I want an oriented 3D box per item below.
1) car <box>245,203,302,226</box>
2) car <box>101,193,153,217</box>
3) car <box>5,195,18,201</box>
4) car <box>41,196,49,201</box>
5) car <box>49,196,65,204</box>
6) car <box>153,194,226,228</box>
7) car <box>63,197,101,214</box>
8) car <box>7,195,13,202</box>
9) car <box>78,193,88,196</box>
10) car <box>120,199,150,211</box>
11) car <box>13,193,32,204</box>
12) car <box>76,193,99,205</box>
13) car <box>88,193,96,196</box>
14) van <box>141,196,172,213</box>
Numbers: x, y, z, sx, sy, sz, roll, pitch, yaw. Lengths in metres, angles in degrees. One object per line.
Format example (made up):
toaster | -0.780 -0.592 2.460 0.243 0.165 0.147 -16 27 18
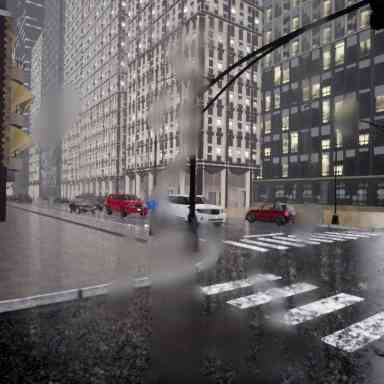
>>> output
car | 5.740 1.505 23.932 1.967 1.590 4.097 1 -1 -35
car | -6.115 1.155 30.621 2.150 2.045 5.566 1 -1 -35
car | -40.357 1.379 74.329 2.008 1.369 4.403 1 -1 -35
car | -36.800 1.571 83.786 1.802 1.307 4.206 1 -1 -35
car | -24.195 1.505 61.610 2.033 1.411 5.357 1 -1 -38
car | -0.137 1.170 22.212 2.150 2.045 5.566 1 -1 -35
car | -10.909 1.427 32.890 2.008 1.369 4.403 1 -1 -35
car | -37.085 1.397 69.725 1.947 1.339 4.313 1 -1 -35
car | -17.578 1.319 52.276 2.097 1.767 4.553 1 -1 -36
car | -7.351 1.585 42.348 2.008 1.369 4.403 1 -1 -35
car | -30.537 1.156 60.519 2.192 1.841 5.009 1 -1 -35
car | -18.557 1.249 58.845 2.150 2.045 5.566 1 -1 -35
car | -14.464 1.380 53.093 2.097 1.767 4.553 1 -1 -35
van | -4.075 1.382 37.746 1.690 1.788 3.998 1 -1 -35
